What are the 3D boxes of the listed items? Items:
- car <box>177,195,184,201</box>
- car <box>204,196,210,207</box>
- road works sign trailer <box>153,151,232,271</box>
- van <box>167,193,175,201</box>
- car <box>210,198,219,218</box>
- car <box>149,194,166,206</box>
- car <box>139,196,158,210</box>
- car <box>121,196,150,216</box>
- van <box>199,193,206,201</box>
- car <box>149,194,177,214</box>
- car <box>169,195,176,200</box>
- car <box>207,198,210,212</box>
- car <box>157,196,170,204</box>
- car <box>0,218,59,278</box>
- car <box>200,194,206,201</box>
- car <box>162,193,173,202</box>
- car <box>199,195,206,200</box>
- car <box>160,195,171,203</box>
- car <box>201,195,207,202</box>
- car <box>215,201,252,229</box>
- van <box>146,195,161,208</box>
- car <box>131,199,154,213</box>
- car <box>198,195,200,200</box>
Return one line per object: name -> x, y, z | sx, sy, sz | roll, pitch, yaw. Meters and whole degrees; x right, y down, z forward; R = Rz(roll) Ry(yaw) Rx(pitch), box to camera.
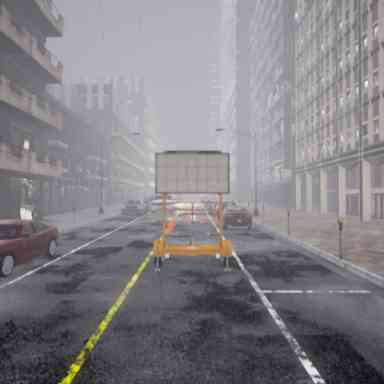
car -> -2.874, 1.398, 76.820 | 1.812, 1.442, 4.674 | 0, 0, 0
car -> 2.766, 1.527, 38.020 | 1.887, 1.381, 4.507 | 1, 0, 0
road works sign trailer -> 0.016, 0.460, 10.856 | 2.380, 3.560, 2.880 | 0, 0, 0
van -> -5.502, 1.289, 87.878 | 1.690, 1.788, 3.998 | 1, 0, 0
car -> 2.749, 1.429, 26.923 | 1.967, 1.590, 4.097 | 1, 0, 0
car -> -5.582, 1.287, 54.597 | 2.192, 1.841, 5.009 | 1, 0, 0
car -> -5.603, 1.419, 43.505 | 1.967, 1.590, 4.097 | 1, 0, 0
car -> -5.622, 1.426, 32.410 | 1.967, 1.590, 4.097 | 1, 0, 0
van -> 2.853, 1.289, 87.951 | 1.690, 1.788, 3.998 | 1, 0, 0
car -> -3.042, 1.206, 35.352 | 2.150, 2.045, 5.566 | 0, 0, 0
car -> -5.490, 1.468, 93.254 | 1.752, 1.417, 4.829 | 1, 0, 0
car -> 2.757, 1.531, 32.471 | 1.887, 1.381, 4.507 | 1, 0, 0
car -> -5.568, 1.515, 65.691 | 2.008, 1.369, 4.403 | 1, 0, 0
car -> -5.660, 1.541, 10.223 | 1.887, 1.381, 4.507 | 1, 0, 0
car -> 2.803, 1.493, 60.381 | 1.752, 1.417, 4.829 | 1, 0, 0
car -> -5.549, 1.272, 76.784 | 2.192, 1.841, 5.009 | 1, 0, 0
car -> 2.857, 1.509, 93.499 | 1.947, 1.339, 4.313 | 1, 0, 0
car -> -5.557, 1.401, 71.238 | 1.967, 1.590, 4.097 | 1, 0, 0
car -> 2.784, 1.526, 49.115 | 2.008, 1.369, 4.403 | 1, 0, 0
car -> 2.738, 1.536, 21.375 | 1.887, 1.381, 4.507 | 1, 0, 0
van -> -5.592, 1.317, 49.051 | 1.690, 1.788, 3.998 | 1, 0, 0
car -> -5.614, 1.527, 37.958 | 1.887, 1.381, 4.507 | 1, 0, 0
car -> 2.820, 1.542, 71.307 | 1.802, 1.307, 4.206 | 1, 0, 0
